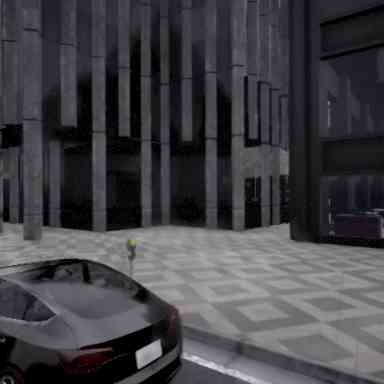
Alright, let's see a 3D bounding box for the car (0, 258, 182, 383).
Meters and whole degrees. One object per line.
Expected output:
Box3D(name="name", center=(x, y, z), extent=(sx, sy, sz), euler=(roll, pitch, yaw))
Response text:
Box3D(name="car", center=(-2.098, 1.558, 4.353), extent=(4.313, 1.339, 1.947), euler=(0, 0, 36))
